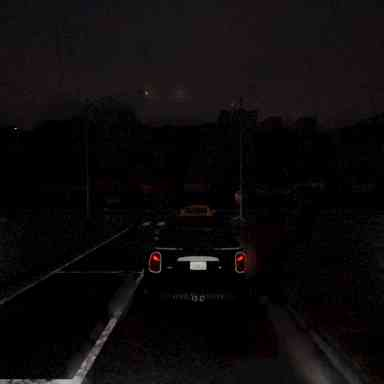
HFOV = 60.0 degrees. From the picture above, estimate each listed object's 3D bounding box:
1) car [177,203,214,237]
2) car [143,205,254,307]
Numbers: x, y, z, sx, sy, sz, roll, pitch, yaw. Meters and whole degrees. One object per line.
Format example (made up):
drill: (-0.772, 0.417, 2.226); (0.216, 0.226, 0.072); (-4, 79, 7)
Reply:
car: (0.330, 1.475, 19.218); (1.882, 1.535, 5.008); (0, 0, 4)
car: (0.116, 1.350, 8.130); (2.097, 1.767, 4.553); (0, 0, 0)
